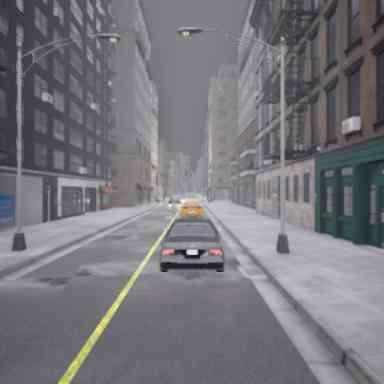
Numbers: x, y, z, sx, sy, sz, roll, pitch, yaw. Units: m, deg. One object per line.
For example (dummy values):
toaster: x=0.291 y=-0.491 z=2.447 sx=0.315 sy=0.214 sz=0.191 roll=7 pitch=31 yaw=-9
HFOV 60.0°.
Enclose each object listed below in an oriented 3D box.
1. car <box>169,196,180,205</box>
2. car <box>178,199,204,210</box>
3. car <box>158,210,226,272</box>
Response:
car: x=-3.056 y=1.426 z=58.333 sx=1.812 sy=1.442 sz=4.674 roll=0 pitch=0 yaw=1
car: x=0.046 y=1.432 z=29.042 sx=1.882 sy=1.535 sz=5.008 roll=0 pitch=0 yaw=0
car: x=0.020 y=1.529 z=10.709 sx=2.033 sy=1.411 sz=5.357 roll=0 pitch=0 yaw=0
